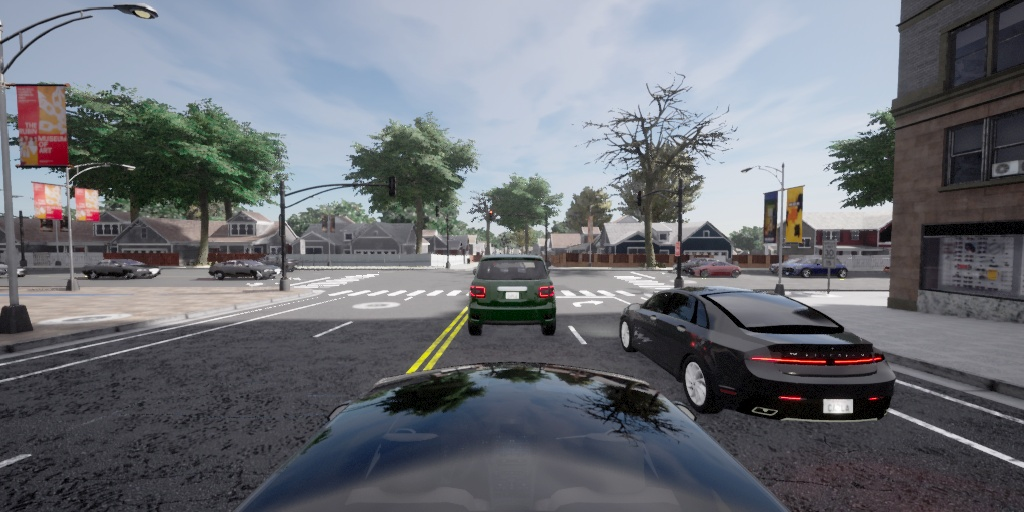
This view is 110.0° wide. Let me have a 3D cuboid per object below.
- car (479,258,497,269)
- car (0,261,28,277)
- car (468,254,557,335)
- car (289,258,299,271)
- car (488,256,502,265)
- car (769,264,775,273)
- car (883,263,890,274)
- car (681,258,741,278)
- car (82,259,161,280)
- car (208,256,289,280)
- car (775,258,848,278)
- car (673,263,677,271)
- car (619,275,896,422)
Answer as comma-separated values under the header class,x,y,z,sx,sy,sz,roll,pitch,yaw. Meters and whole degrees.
class,x,y,z,sx,sy,sz,roll,pitch,yaw
car,-3.019,0.940,46.134,1.895,1.301,4.718,0,0,1
car,-40.750,1.017,27.824,4.674,1.442,1.812,0,2,0
car,-0.011,0.968,10.615,2.150,2.045,5.566,0,0,0
car,-23.143,0.769,34.409,4.902,1.511,2.128,0,2,0
car,-2.791,0.769,60.552,2.128,1.511,4.902,0,0,1
car,27.146,0.993,34.147,4.674,1.442,1.812,0,2,0
car,38.303,0.886,34.066,4.553,1.767,2.097,0,2,1
car,17.331,1.110,30.945,4.181,1.385,1.994,0,2,0
car,-30.093,1.008,27.741,4.902,1.511,2.128,0,2,0
car,-20.534,1.035,27.683,4.902,1.511,2.128,0,2,-2
car,25.991,0.940,30.895,4.553,1.767,2.097,0,2,0
car,17.944,0.915,34.190,4.902,1.511,2.128,0,2,1
car,3.259,1.251,6.000,1.837,1.490,4.892,0,0,0
